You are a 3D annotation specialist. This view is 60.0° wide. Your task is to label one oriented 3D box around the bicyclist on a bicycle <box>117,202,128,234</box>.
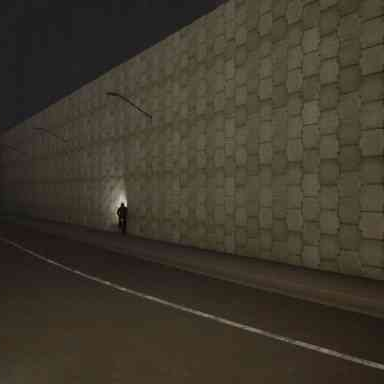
[{"bbox_3d":[-3.351,1.343,16.081,0.582,1.620,1.656,0,4,-13],"label":"bicyclist on a bicycle"}]
